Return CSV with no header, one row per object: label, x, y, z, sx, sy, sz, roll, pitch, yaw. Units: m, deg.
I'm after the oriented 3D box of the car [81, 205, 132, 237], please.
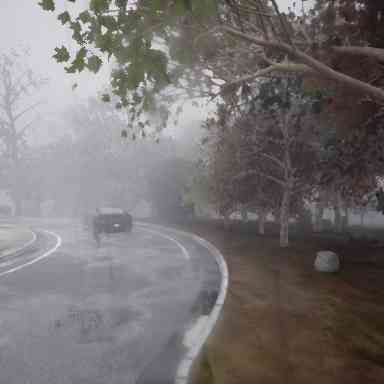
car,-4.797,1.477,18.316,1.882,1.535,5.008,1,0,-27
